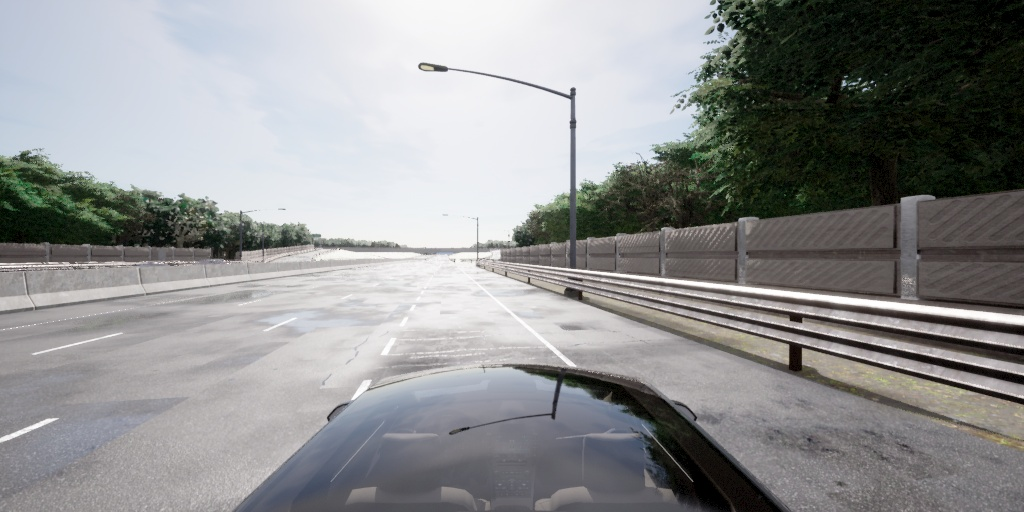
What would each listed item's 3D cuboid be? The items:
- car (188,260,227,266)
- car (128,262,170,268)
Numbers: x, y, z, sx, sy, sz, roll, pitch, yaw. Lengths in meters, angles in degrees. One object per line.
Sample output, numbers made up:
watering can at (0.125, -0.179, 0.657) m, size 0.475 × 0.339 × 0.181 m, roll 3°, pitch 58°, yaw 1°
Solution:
car at (-31.190, 1.337, 36.067) m, size 1.994 × 1.385 × 4.181 m, roll 0°, pitch 0°, yaw -10°
car at (-38.706, 1.341, 38.244) m, size 1.994 × 1.385 × 4.181 m, roll 0°, pitch 0°, yaw -10°
